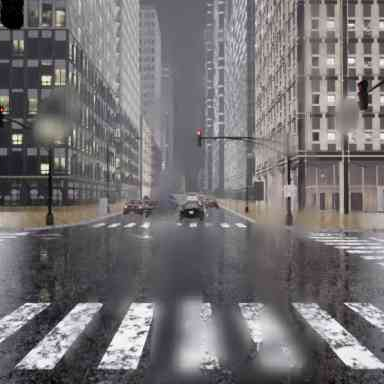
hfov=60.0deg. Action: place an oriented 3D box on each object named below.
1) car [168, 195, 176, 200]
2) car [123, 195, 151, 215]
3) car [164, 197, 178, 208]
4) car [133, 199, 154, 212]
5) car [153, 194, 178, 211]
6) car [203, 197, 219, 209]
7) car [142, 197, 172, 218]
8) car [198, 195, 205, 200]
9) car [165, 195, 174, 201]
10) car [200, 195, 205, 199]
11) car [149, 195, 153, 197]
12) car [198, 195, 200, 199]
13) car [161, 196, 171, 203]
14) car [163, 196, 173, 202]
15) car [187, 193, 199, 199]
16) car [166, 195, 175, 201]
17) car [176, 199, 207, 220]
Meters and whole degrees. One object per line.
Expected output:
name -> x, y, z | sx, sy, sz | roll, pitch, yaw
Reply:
car -> -5.704, 1.605, 95.035 | 1.947, 1.339, 4.313 | 1, 0, 0
car -> -5.684, 1.453, 33.709 | 1.967, 1.590, 4.097 | 1, 0, 0
car -> -3.102, 1.524, 50.827 | 1.837, 1.490, 4.892 | 0, 0, 0
car -> -5.689, 1.597, 39.284 | 1.802, 1.307, 4.206 | 1, 0, 0
car -> -3.107, 1.237, 40.418 | 2.150, 2.045, 5.566 | 0, 0, 0
car -> 2.690, 1.599, 44.923 | 1.802, 1.307, 4.206 | 1, 0, 0
car -> -3.109, 1.516, 30.391 | 1.837, 1.490, 4.892 | 0, 0, 0
car -> 2.677, 1.584, 95.119 | 1.887, 1.381, 4.507 | 1, 0, 0
car -> -5.701, 1.578, 83.885 | 1.887, 1.381, 4.507 | 1, 0, 0
car -> 2.688, 1.547, 56.249 | 1.752, 1.417, 4.829 | 1, 0, 0
car -> -5.685, 1.332, 44.859 | 2.192, 1.841, 5.009 | 1, 0, 0
car -> 2.686, 1.590, 61.656 | 1.947, 1.339, 4.313 | 1, 0, 0
car -> -5.697, 1.573, 72.734 | 1.887, 1.381, 4.507 | 1, 0, 0
car -> -5.699, 1.582, 78.310 | 2.008, 1.369, 4.403 | 1, 0, 0
car -> 0.067, 1.249, 70.517 | 2.150, 2.045, 5.566 | 0, 0, 0
car -> -5.702, 1.587, 89.460 | 2.008, 1.369, 4.403 | 1, 0, 0
car -> -0.008, 1.575, 28.185 | 1.994, 1.385, 4.181 | 0, 0, 1
